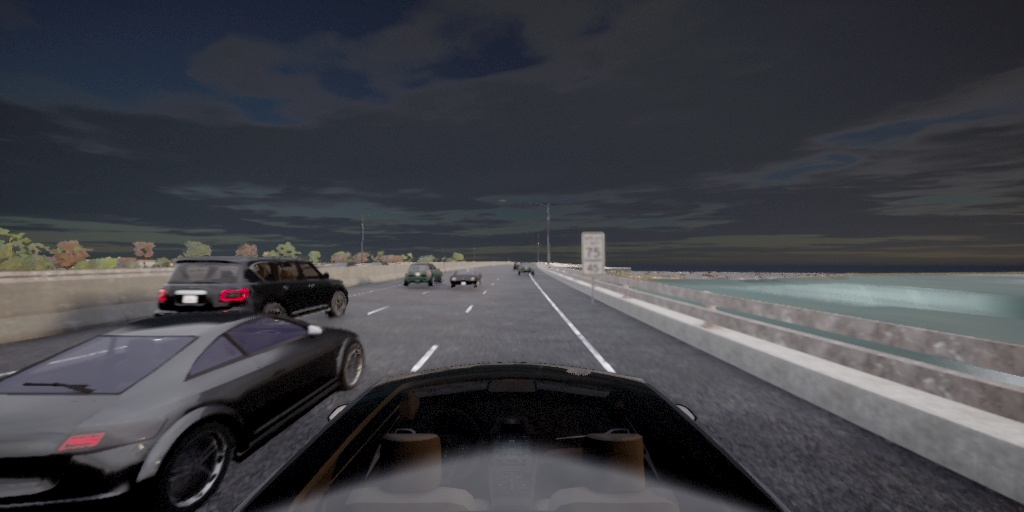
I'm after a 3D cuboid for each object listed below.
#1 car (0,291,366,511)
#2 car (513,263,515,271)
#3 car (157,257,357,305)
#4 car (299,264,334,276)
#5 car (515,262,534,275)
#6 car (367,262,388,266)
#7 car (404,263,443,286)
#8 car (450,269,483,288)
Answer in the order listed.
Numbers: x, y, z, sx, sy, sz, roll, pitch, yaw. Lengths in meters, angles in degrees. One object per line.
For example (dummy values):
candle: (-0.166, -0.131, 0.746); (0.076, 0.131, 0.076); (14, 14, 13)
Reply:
car: (-3.392, 1.335, 4.228); (1.994, 1.385, 4.181); (0, -1, 0)
car: (1.162, 1.862, 65.191); (1.882, 1.535, 5.008); (0, -1, 2)
car: (-6.874, 1.048, 10.353); (2.150, 2.045, 5.566); (0, -1, 0)
car: (-24.044, 1.720, 44.290); (1.994, 1.385, 4.181); (0, -1, 2)
car: (1.801, 1.541, 46.351); (2.097, 1.767, 4.553); (0, -1, 1)
car: (-17.023, 1.522, 45.269); (2.097, 1.767, 4.553); (0, -1, 2)
car: (-6.698, 1.346, 27.662); (2.097, 1.767, 4.553); (0, -1, 1)
car: (-3.222, 1.582, 26.193); (1.895, 1.301, 4.718); (0, -1, 1)
